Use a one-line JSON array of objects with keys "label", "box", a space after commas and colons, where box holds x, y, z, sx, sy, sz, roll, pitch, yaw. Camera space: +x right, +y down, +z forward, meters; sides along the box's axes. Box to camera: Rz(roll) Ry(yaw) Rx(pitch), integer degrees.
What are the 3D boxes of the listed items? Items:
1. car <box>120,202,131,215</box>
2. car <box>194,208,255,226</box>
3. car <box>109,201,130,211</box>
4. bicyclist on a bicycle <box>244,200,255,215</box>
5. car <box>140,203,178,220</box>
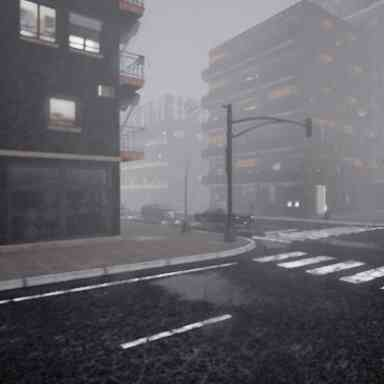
[{"label": "car", "box": [-9.073, 2.030, 40.170, 1.812, 1.442, 4.674, 0, -1, -36]}, {"label": "car", "box": [2.322, 1.851, 24.656, 1.895, 1.301, 4.718, 0, -1, -39]}, {"label": "car", "box": [-11.721, 2.233, 53.530, 1.802, 1.307, 4.206, -1, 0, -36]}, {"label": "bicyclist on a bicycle", "box": [5.986, 1.601, 34.401, 1.656, 1.620, 0.582, -1, 0, -36]}, {"label": "car", "box": [-3.250, 1.866, 32.235, 2.128, 1.511, 4.902, 0, -1, -36]}]
